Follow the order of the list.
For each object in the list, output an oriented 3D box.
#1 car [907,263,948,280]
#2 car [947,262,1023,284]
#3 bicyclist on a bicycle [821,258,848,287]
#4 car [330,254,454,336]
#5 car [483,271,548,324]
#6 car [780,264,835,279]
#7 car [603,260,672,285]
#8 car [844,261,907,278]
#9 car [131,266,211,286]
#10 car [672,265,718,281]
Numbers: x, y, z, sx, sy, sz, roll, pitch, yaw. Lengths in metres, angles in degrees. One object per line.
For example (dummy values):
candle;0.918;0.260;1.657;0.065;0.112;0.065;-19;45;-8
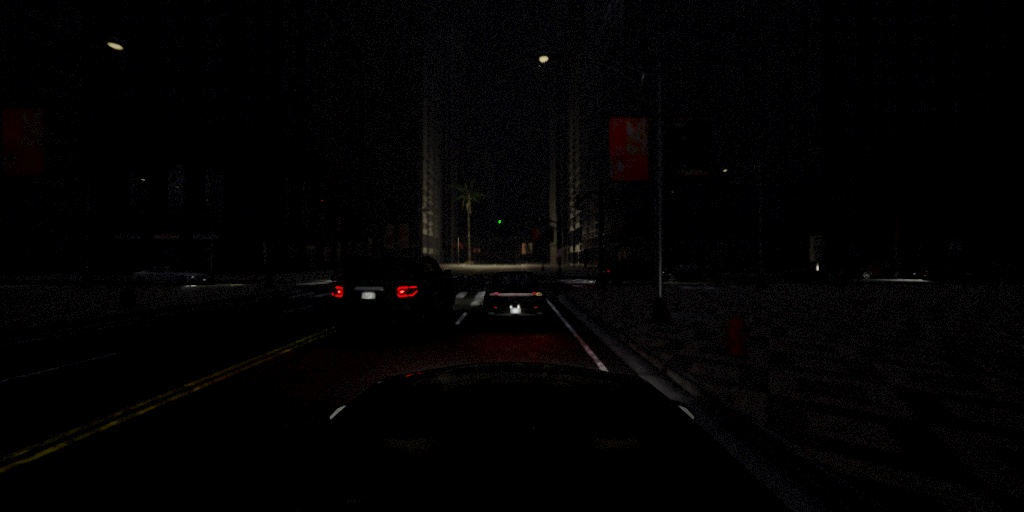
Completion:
car;35.029;1.269;29.468;4.181;1.385;1.994;0;-1;-1
car;32.225;1.218;23.662;4.313;1.339;1.948;0;0;-1
bicyclist on a bicycle;18.389;0.963;20.488;0.582;1.620;1.656;0;-1;-1
car;-3.151;0.981;10.582;2.150;2.045;5.566;0;0;0
car;0.097;1.257;12.033;2.128;1.511;4.902;0;0;0
car;26.458;1.338;32.098;4.207;1.307;1.802;0;0;-1
car;8.653;1.105;25.875;4.553;1.767;2.097;0;0;-7
car;32.096;1.180;32.187;4.097;1.591;1.967;0;0;-1
car;-24.126;1.413;25.419;4.674;1.442;1.812;0;-1;0
car;13.900;1.368;29.150;4.718;1.301;1.895;0;-1;-1
